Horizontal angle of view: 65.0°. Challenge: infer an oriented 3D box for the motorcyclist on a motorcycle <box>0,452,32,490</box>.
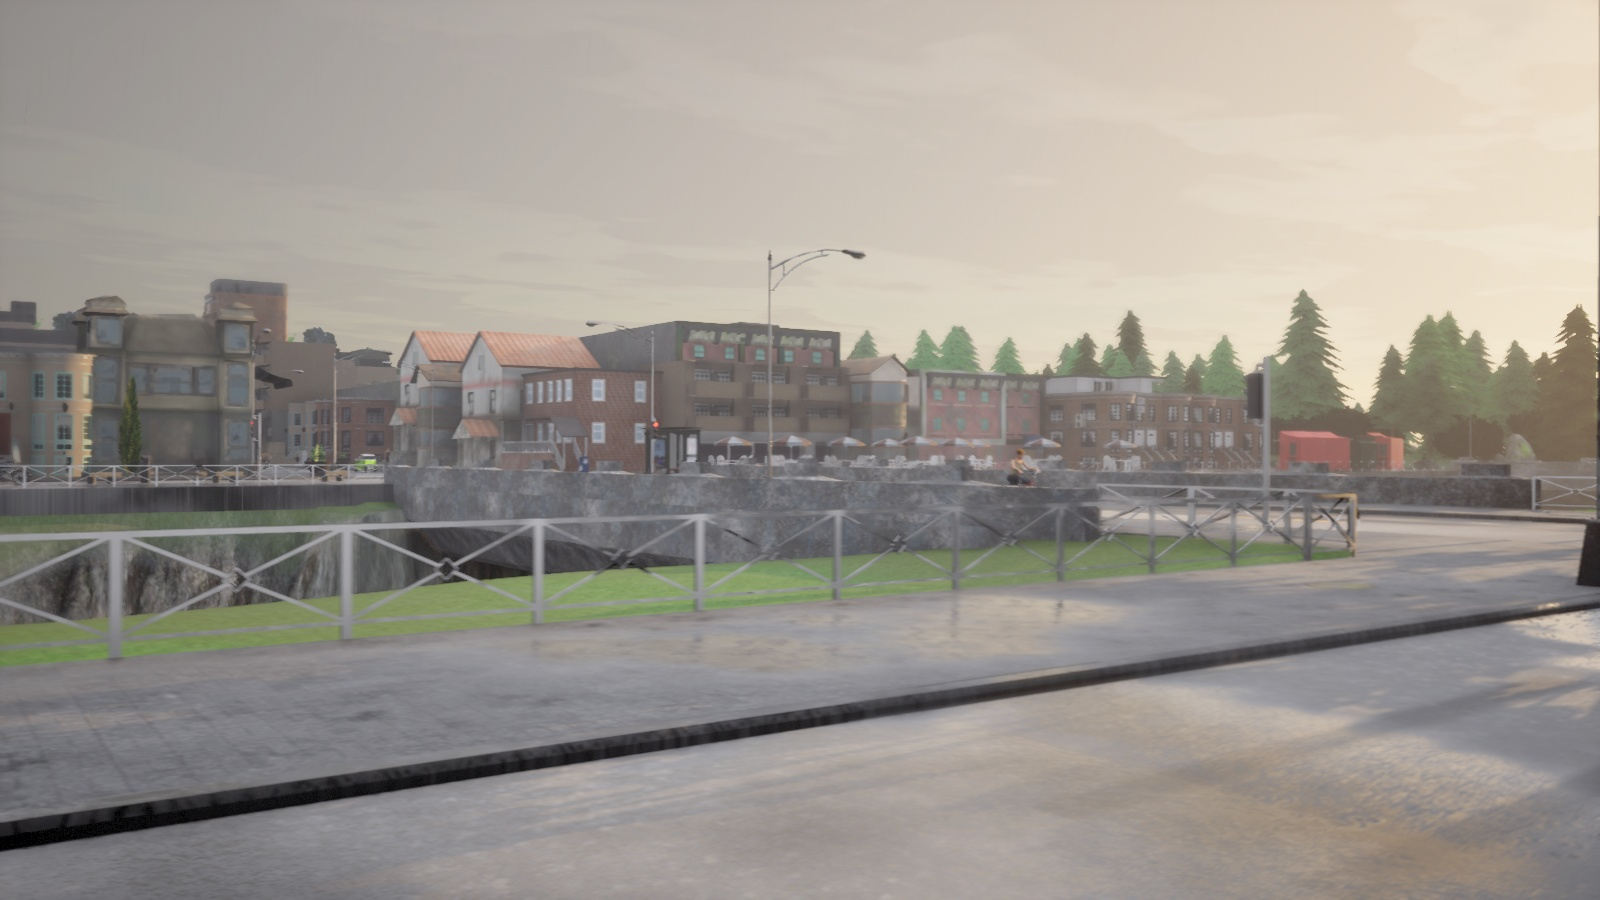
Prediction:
[{"bbox_3d":[-35.065,0.906,55.061,2.350,1.649,0.766,0,0,-35],"label":"motorcyclist on a motorcycle"}]
